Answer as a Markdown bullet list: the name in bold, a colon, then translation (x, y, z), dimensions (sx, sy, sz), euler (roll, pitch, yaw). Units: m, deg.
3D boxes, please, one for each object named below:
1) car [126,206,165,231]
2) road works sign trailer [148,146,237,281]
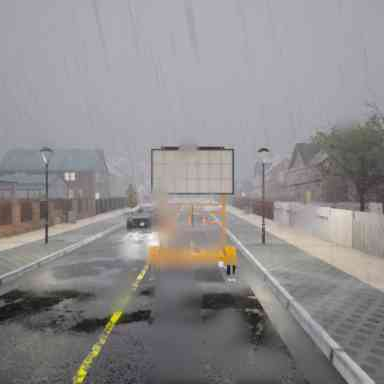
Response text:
- **car**: translation (-2.743, 1.584, 20.358), dimensions (1.994, 1.385, 4.181), euler (0, 0, 0)
- **road works sign trailer**: translation (0.016, 0.470, 9.818), dimensions (2.380, 3.560, 2.880), euler (0, 0, 0)
